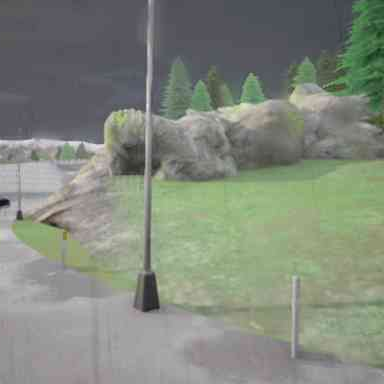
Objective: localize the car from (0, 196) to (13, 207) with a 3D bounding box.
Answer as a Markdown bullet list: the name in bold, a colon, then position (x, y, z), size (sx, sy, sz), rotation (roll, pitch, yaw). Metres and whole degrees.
- **car**: position (-21.044, 1.045, 35.711), size (1.895, 1.301, 4.718), rotation (1, 0, -8)
